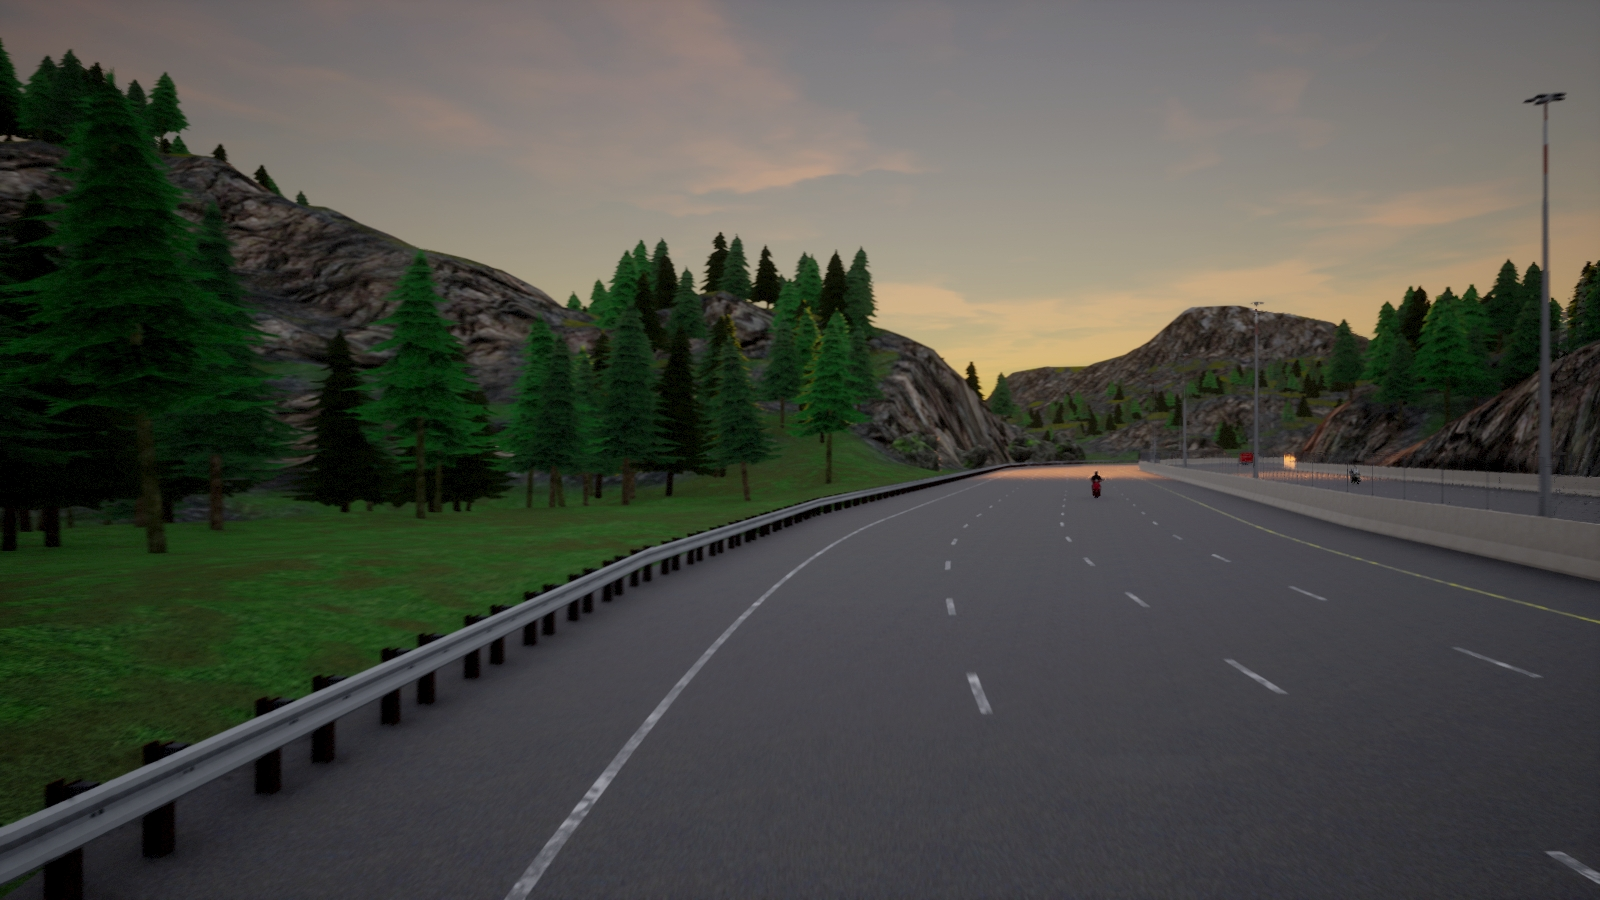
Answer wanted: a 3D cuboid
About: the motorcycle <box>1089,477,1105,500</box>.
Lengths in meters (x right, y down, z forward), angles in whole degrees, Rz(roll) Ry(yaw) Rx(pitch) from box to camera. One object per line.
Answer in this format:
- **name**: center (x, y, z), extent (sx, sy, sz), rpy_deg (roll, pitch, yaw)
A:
- **motorcycle**: center (17.104, 2.203, 65.925), extent (0.856, 1.236, 1.805), rpy_deg (0, 0, 13)
